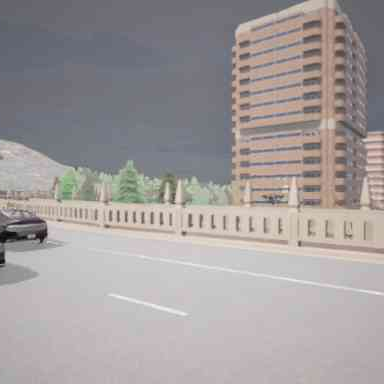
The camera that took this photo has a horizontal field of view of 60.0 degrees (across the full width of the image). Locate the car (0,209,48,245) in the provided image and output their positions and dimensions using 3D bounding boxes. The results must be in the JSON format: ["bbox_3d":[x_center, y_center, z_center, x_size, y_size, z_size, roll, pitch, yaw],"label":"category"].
[{"bbox_3d":[-8.091,1.492,14.313,4.902,1.511,2.128,0,0,38],"label":"car"}]

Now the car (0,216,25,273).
[{"bbox_3d":[-6.861,1.492,8.946,4.902,1.511,2.128,0,0,36],"label":"car"}]
